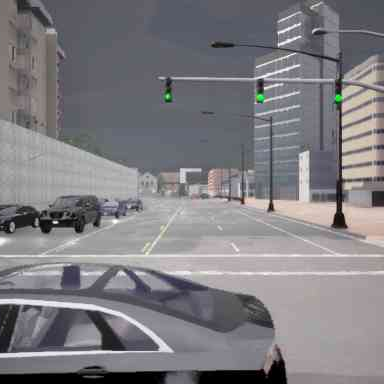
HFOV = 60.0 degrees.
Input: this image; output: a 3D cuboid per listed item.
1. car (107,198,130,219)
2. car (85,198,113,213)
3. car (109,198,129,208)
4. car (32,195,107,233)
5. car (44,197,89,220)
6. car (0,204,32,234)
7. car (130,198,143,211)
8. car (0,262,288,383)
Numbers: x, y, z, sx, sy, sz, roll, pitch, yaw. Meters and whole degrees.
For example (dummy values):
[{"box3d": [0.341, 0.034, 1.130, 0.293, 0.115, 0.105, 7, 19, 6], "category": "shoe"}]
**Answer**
[{"box3d": [-7.111, 1.526, 29.704, 1.812, 1.442, 4.674, 0, 0, 0], "category": "car"}, {"box3d": [-10.609, 1.505, 38.317, 1.837, 1.490, 4.892, 0, 0, 0], "category": "car"}, {"box3d": [-10.576, 1.601, 48.377, 1.895, 1.301, 4.718, 0, 0, 0], "category": "car"}, {"box3d": [-7.105, 1.221, 20.063, 2.150, 2.045, 5.566, 0, 0, 0], "category": "car"}, {"box3d": [-10.611, 1.352, 28.499, 2.097, 1.767, 4.553, 0, 0, 0], "category": "car"}, {"box3d": [-10.608, 1.505, 19.432, 1.837, 1.490, 4.892, 0, 0, 0], "category": "car"}, {"box3d": [-7.107, 1.491, 40.046, 2.128, 1.511, 4.902, 0, 0, 0], "category": "car"}, {"box3d": [-1.615, 1.494, 3.138, 4.902, 1.511, 2.128, 0, 0, 0], "category": "car"}]
